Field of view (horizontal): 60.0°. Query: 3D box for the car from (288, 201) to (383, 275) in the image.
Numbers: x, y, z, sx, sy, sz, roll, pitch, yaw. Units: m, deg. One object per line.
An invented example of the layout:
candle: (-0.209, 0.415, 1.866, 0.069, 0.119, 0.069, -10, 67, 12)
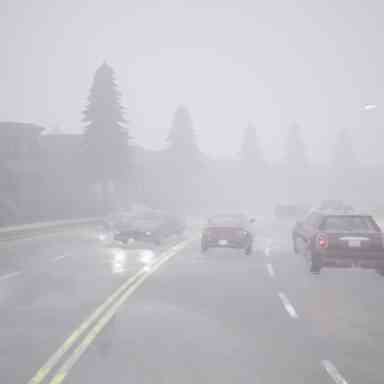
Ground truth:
car: (4.544, 1.353, 10.686, 2.097, 1.767, 4.553, 0, 0, 9)

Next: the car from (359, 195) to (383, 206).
car: (27.023, 1.554, 47.293, 5.357, 1.411, 2.033, 0, 0, -21)

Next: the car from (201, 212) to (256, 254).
car: (1.564, 1.527, 13.540, 1.812, 1.442, 4.674, 0, 0, 13)

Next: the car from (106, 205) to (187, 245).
car: (-1.730, 1.549, 15.888, 2.033, 1.411, 5.357, 0, 0, 15)

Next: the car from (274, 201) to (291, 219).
car: (8.815, 1.481, 28.956, 1.882, 1.535, 5.008, 0, 0, 35)

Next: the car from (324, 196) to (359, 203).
car: (11.857, 1.355, 27.178, 2.097, 1.767, 4.553, 0, 0, 36)

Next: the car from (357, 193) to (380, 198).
car: (26.392, 1.227, 50.738, 5.566, 2.045, 2.150, 0, 0, -20)

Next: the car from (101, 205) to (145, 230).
car: (-3.680, 1.528, 20.756, 1.812, 1.442, 4.674, 0, 0, 21)
